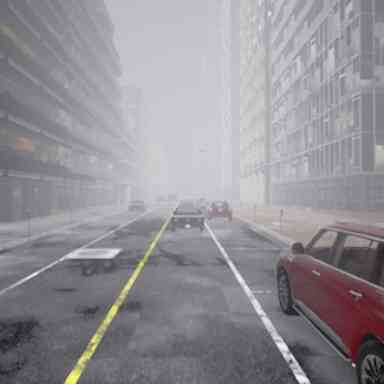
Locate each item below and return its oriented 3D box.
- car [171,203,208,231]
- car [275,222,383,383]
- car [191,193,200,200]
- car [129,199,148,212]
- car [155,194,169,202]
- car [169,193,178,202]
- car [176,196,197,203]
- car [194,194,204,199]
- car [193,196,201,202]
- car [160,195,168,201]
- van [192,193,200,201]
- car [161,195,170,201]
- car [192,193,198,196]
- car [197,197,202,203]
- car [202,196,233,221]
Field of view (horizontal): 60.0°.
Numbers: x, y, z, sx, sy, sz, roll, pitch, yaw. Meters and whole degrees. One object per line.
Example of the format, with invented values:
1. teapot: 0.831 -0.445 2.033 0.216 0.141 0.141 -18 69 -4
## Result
1. car: -0.278 1.560 20.410 1.895 1.301 4.718 0 0 -1
2. car: 2.639 1.297 4.441 2.192 1.841 5.009 0 0 -1
3. car: 0.887 1.238 87.455 2.192 1.841 5.009 0 0 -1
4. car: -6.020 1.500 37.479 1.887 1.381 4.507 0 0 -1
5. car: -6.667 1.254 70.687 2.192 1.841 5.009 0 0 -1
6. car: -4.128 1.130 71.566 2.150 2.045 5.566 0 0 -1
7. car: -0.713 1.535 42.382 1.895 1.301 4.718 0 0 -1
8. car: 1.682 1.444 55.771 1.812 1.442 4.674 0 0 -1
9. car: 1.101 1.499 76.388 1.802 1.307 4.206 0 0 -1
10. car: -6.885 1.525 81.756 1.802 1.307 4.206 0 0 -1
11. van: 0.995 1.261 81.921 1.690 1.788 3.998 0 0 -1
12. car: -6.993 1.497 87.291 2.008 1.369 4.403 0 0 -1
13. car: 1.210 1.498 70.852 1.802 1.307 4.206 0 0 -1
14. car: 1.859 1.513 37.645 1.802 1.307 4.206 0 0 -1
15. car: 2.076 1.384 26.575 1.967 1.590 4.097 0 0 -1
